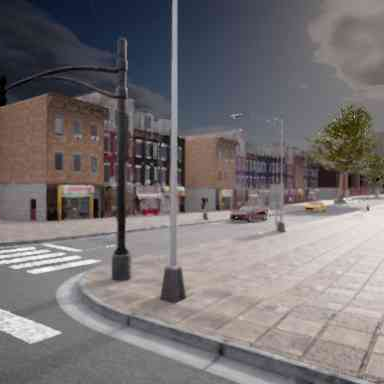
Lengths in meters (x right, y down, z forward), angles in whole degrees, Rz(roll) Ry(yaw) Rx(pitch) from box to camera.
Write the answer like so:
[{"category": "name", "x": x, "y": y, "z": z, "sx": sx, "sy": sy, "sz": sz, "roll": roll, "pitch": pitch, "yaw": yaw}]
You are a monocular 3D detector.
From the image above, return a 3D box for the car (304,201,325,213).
[{"category": "car", "x": 17.443, "y": 2.084, "z": 47.204, "sx": 1.882, "sy": 1.535, "sz": 5.008, "roll": 1, "pitch": 0, "yaw": 36}]

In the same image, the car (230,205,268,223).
[{"category": "car", "x": 5.231, "y": 1.929, "z": 30.304, "sx": 1.882, "sy": 1.535, "sz": 5.008, "roll": 1, "pitch": 0, "yaw": 36}]
